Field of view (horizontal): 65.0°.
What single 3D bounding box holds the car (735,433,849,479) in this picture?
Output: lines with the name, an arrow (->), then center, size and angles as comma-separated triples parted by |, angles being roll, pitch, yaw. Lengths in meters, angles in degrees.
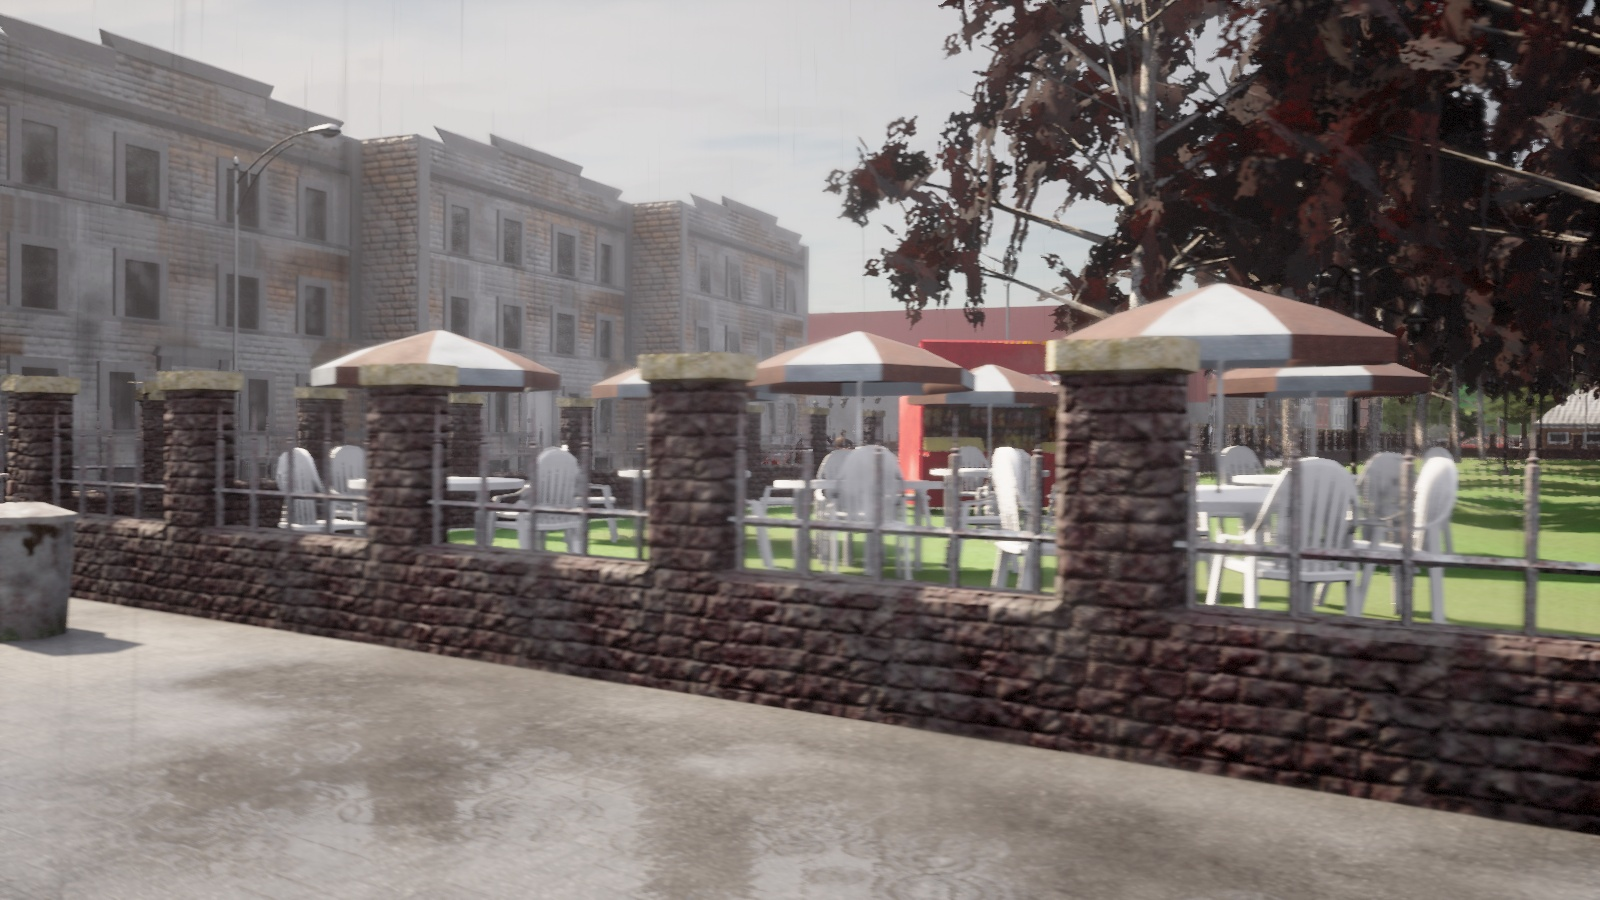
car -> -0.218, 0.170, 42.292 | 1.816, 1.474, 4.193 | 0, 1, 34

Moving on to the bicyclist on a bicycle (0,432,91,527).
bicyclist on a bicycle -> -13.545, 0.488, 22.205 | 0.866, 1.612, 1.509 | 0, 1, 33
